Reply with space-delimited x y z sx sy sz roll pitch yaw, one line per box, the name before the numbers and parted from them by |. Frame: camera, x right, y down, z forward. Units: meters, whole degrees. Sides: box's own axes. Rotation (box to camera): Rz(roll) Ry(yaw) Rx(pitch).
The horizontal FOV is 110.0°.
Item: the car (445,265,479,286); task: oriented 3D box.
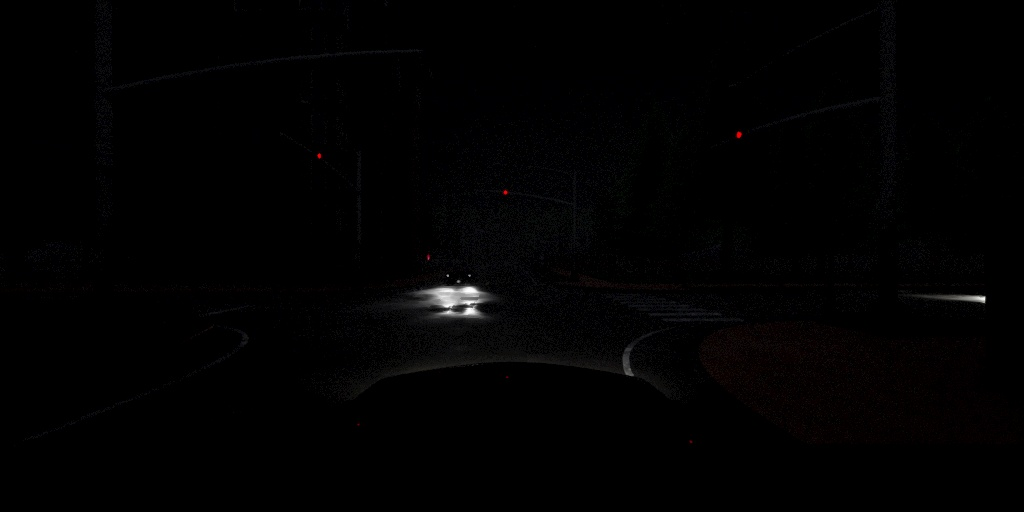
car | -3.499 1.358 25.716 1.895 1.301 4.718 0 0 0
